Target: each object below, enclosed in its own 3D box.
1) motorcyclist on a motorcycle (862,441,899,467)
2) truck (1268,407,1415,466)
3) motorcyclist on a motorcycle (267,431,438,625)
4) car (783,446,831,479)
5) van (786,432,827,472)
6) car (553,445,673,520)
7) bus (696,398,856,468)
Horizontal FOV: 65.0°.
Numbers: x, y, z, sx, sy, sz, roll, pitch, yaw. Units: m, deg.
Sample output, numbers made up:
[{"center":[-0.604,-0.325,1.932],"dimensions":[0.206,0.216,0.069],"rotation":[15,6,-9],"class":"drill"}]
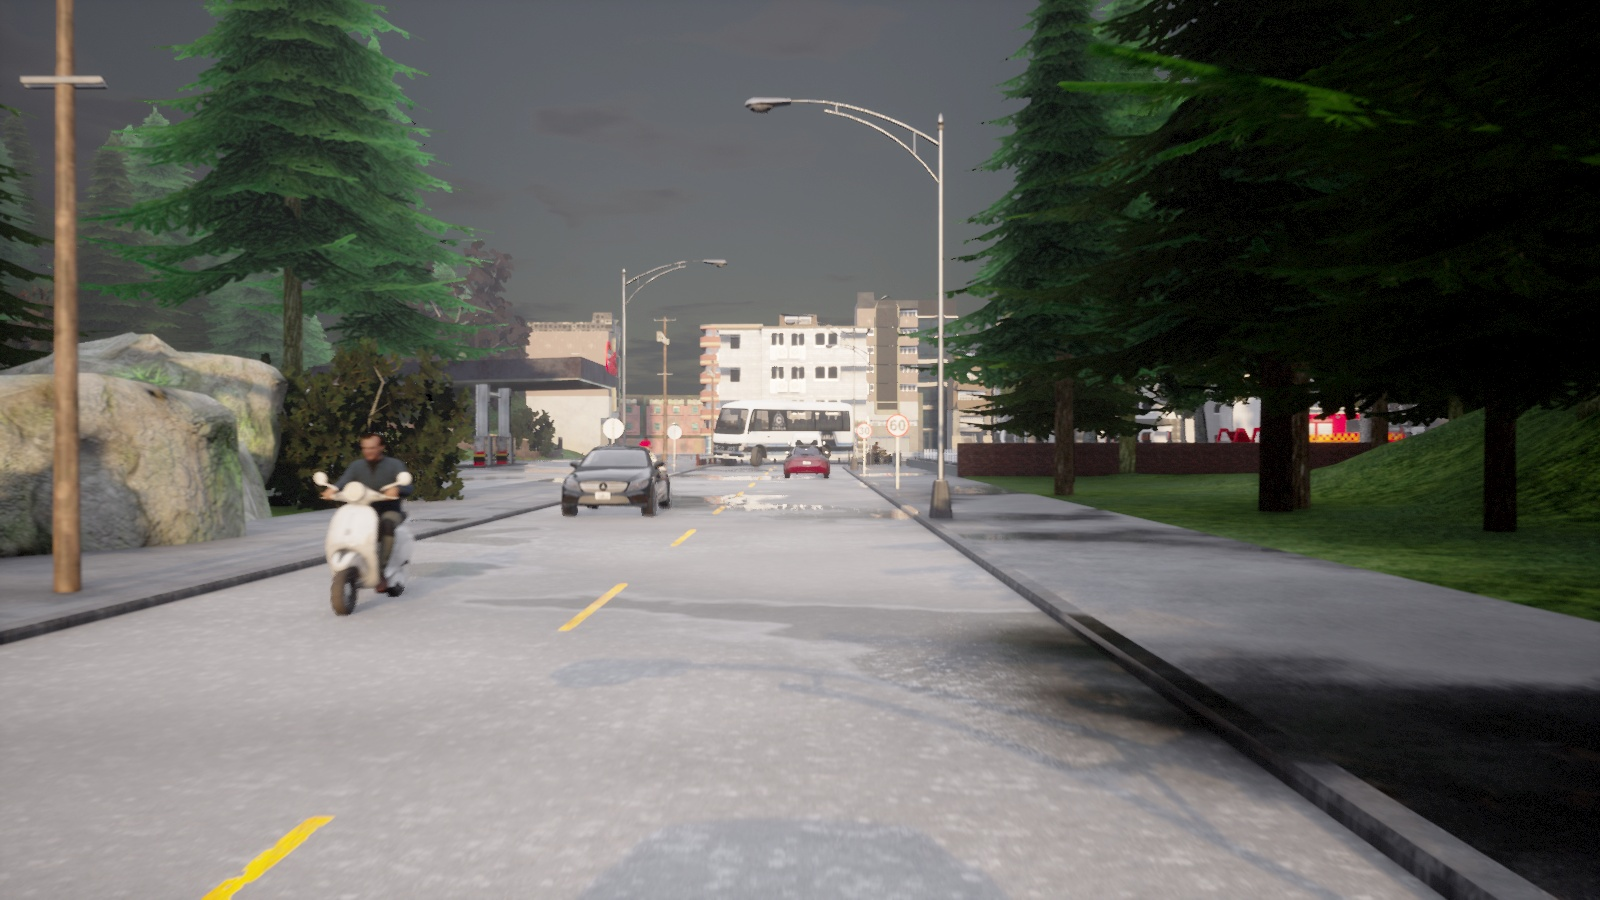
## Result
[{"center":[5.288,0.238,82.440],"dimensions":[2.350,1.649,0.766],"rotation":[0,2,-29],"class":"motorcyclist on a motorcycle"},{"center":[35.788,-0.858,83.181],"dimensions":[8.468,3.827,2.891],"rotation":[0,0,0],"class":"truck"},{"center":[-3.921,0.634,11.179],"dimensions":[0.866,1.590,1.817],"rotation":[0,0,0],"class":"motorcyclist on a motorcycle"},{"center":[0.295,0.504,54.423],"dimensions":[1.994,1.385,4.181],"rotation":[0,0,0],"class":"car"},{"center":[0.348,0.093,66.857],"dimensions":[2.069,2.038,4.480],"rotation":[0,0,0],"class":"van"},{"center":[-3.834,0.620,26.490],"dimensions":[1.812,1.442,4.674],"rotation":[0,0,0],"class":"car"},{"center":[-1.424,-1.104,82.032],"dimensions":[10.273,4.253,3.944],"rotation":[0,3,-42],"class":"bus"}]
